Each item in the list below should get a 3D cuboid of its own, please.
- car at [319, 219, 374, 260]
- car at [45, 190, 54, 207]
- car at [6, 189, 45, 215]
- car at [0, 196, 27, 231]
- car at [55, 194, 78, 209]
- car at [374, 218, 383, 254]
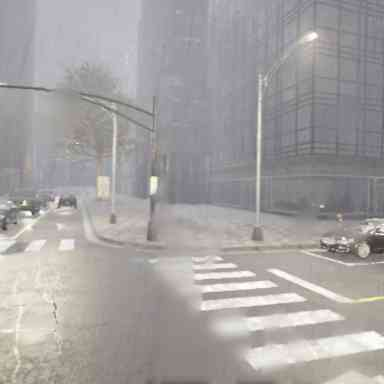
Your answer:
[{"bbox_3d":[7.008,1.710,12.796,4.403,1.369,2.008,1,0,-19],"label":"car"},{"bbox_3d":[-16.969,0.864,36.845,2.128,1.511,4.902,1,1,-19],"label":"car"},{"bbox_3d":[-13.802,0.756,27.364,2.150,2.045,5.566,1,1,-18],"label":"car"},{"bbox_3d":[-10.634,1.177,18.003,2.128,1.511,4.902,1,1,-19],"label":"car"},{"bbox_3d":[-13.408,0.931,35.976,1.882,1.535,5.008,1,1,-19],"label":"car"},{"bbox_3d":[8.984,1.431,10.642,5.566,2.045,2.150,1,0,-19],"label":"car"}]
